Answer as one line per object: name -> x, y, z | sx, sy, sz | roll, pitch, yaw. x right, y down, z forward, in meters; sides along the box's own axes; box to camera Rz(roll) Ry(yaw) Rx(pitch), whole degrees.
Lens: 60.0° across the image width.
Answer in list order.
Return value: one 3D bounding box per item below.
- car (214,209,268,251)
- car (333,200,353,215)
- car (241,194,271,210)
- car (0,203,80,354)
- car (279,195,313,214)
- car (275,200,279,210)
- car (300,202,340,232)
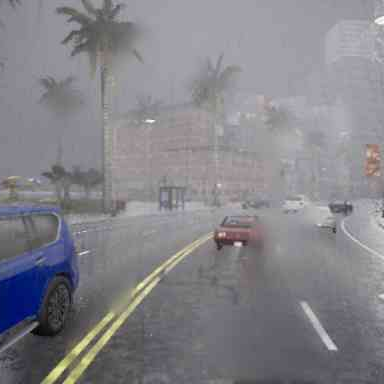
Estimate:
car -> 2.224, 1.632, 14.390 | 1.895, 1.301, 4.718 | 0, 0, 13
car -> 16.366, 1.651, 36.540 | 1.882, 1.535, 5.008 | 0, 0, 35
car -> 8.638, 1.333, 44.225 | 2.150, 2.045, 5.566 | 0, 0, 36
car -> -3.250, 1.196, 3.765 | 2.150, 2.045, 5.566 | 0, 0, 5
car -> 11.582, 1.353, 35.764 | 2.150, 2.045, 5.566 | 0, 0, 33
car -> 12.991, 1.373, 44.275 | 2.150, 2.045, 5.566 | 0, 0, 37
car -> 7.946, 1.613, 20.825 | 1.812, 1.442, 4.674 | 0, 0, 20
